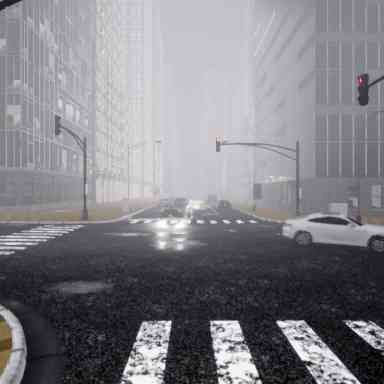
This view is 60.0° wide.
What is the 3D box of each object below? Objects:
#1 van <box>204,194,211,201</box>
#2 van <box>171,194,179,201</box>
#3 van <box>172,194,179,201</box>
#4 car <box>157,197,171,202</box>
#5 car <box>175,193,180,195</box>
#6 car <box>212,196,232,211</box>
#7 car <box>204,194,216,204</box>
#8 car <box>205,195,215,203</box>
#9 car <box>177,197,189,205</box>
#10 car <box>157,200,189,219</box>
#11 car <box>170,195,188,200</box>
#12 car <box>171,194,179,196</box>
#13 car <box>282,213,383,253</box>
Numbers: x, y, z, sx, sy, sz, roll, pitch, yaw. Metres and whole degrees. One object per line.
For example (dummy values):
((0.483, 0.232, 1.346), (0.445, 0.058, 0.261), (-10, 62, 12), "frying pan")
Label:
((3.712, 1.321, 80.482), (1.690, 1.788, 3.998), (0, 0, 0), "van")
((-4.168, 1.321, 80.449), (1.690, 1.788, 3.998), (0, 0, 0), "van")
((-4.191, 1.315, 85.976), (1.690, 1.788, 3.998), (0, 0, 0), "van")
((-4.027, 1.593, 47.283), (1.802, 1.307, 4.206), (0, 0, 0), "car")
((-4.145, 1.426, 74.922), (1.967, 1.590, 4.097), (0, 0, 0), "car")
((3.926, 1.579, 41.791), (1.947, 1.339, 4.313), (0, 0, 0), "car")
((3.783, 1.313, 63.899), (2.192, 1.841, 5.009), (0, 0, 0), "car")
((3.759, 1.432, 69.428), (1.967, 1.590, 4.097), (0, 0, 0), "car")
((-1.582, 1.603, 59.305), (1.895, 1.301, 4.718), (0, 0, 0), "car")
((-1.635, 1.619, 29.589), (1.895, 1.301, 4.718), (0, 0, 3), "car")
((-1.546, 1.515, 44.591), (1.837, 1.490, 4.892), (0, 1, 0), "car")
((-4.097, 1.564, 63.866), (1.947, 1.339, 4.313), (0, 0, 0), "car")
((6.362, 1.661, 14.588), (4.674, 1.442, 1.812), (1, 1, 26), "car")
